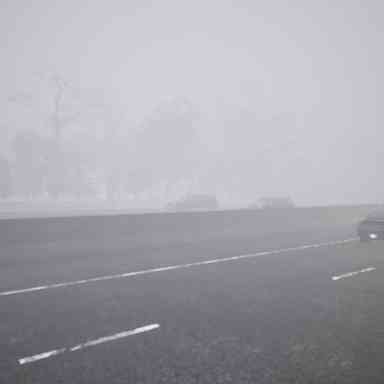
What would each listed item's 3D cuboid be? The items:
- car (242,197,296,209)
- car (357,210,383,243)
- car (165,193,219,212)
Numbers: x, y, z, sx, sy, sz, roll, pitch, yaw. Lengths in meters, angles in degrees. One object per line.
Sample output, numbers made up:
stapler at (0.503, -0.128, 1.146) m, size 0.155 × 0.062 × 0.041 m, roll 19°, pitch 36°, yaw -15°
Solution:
car at (5.867, 1.082, 25.253) m, size 4.553 × 1.767 × 2.097 m, roll 0°, pitch 0°, yaw -36°
car at (9.251, 1.515, 14.768) m, size 4.892 × 1.490 × 1.837 m, roll 0°, pitch 0°, yaw -36°
car at (0.080, 1.143, 33.261) m, size 5.566 × 2.045 × 2.150 m, roll 0°, pitch 0°, yaw -33°
